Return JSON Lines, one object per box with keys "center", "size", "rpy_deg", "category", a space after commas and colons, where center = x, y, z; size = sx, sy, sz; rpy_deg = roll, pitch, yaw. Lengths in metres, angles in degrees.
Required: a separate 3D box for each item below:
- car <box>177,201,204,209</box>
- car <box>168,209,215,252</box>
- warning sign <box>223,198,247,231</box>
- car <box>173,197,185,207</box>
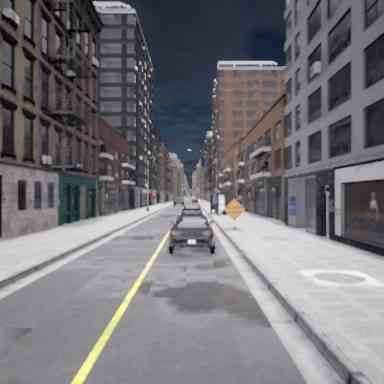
{"center": [-0.012, 1.793, 29.289], "size": [2.128, 1.511, 4.902], "rpy_deg": [0, -1, 0], "category": "car"}
{"center": [-0.003, 1.664, 14.380], "size": [1.812, 1.442, 4.674], "rpy_deg": [0, 0, 0], "category": "car"}
{"center": [2.509, 1.307, 19.636], "size": [1.300, 1.860, 1.060], "rpy_deg": [0, -1, 0], "category": "warning sign"}
{"center": [-2.788, 2.026, 70.947], "size": [2.150, 2.045, 5.566], "rpy_deg": [0, -1, 0], "category": "car"}
